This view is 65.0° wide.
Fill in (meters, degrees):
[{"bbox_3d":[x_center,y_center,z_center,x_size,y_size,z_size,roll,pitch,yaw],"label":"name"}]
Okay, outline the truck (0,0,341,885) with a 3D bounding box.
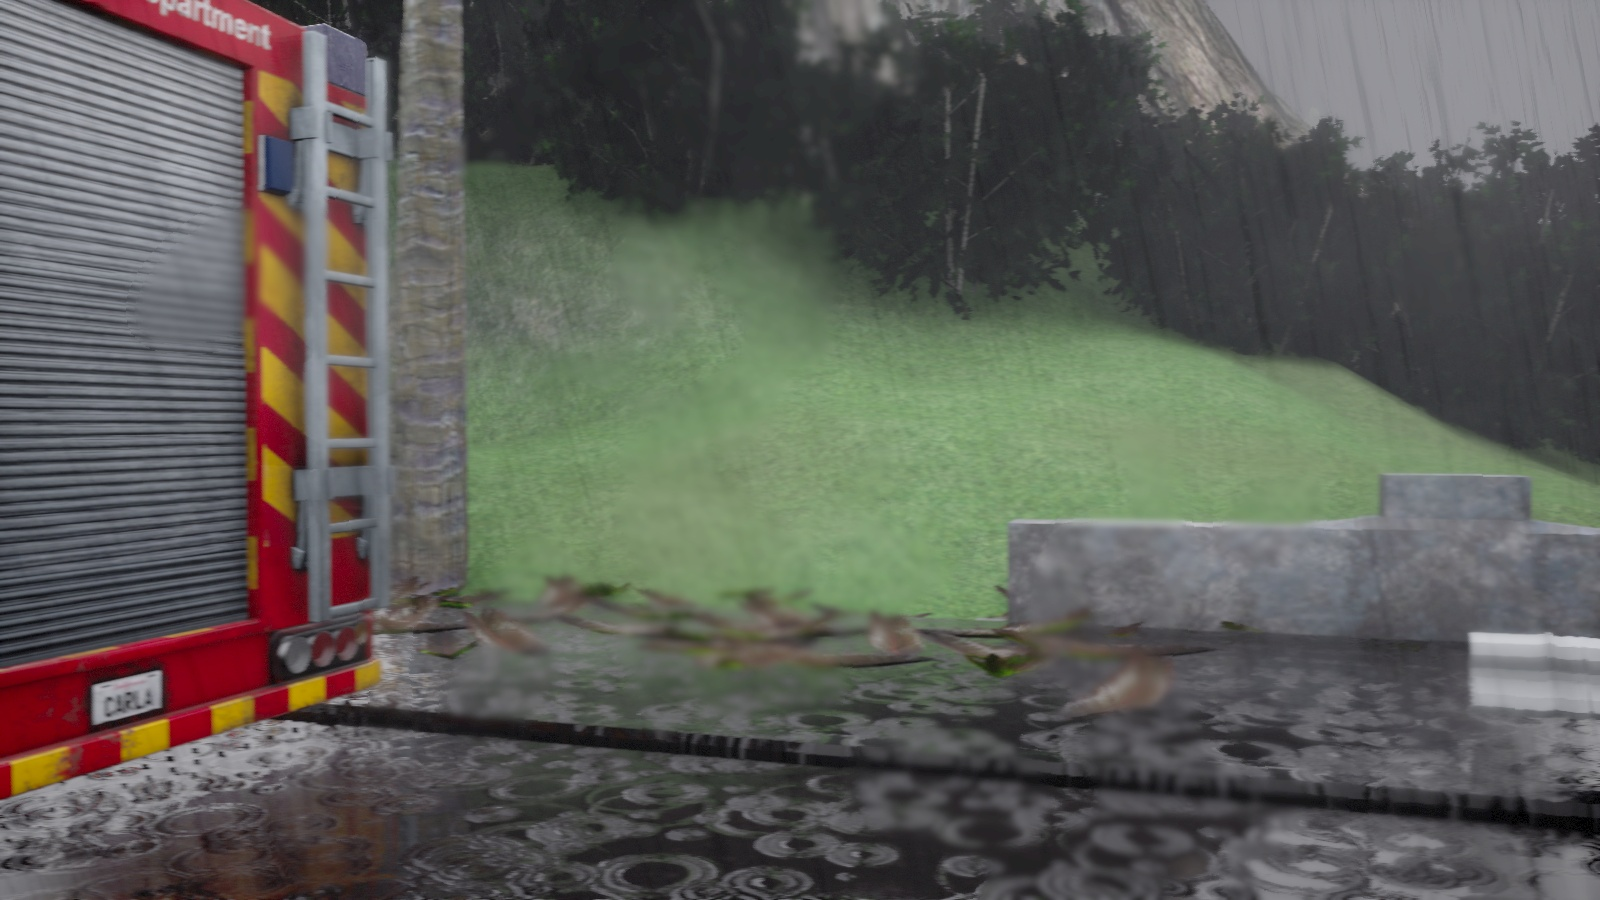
[{"bbox_3d":[-6.659,-0.459,5.947,8.468,3.827,2.891,1,1,19],"label":"truck"}]
